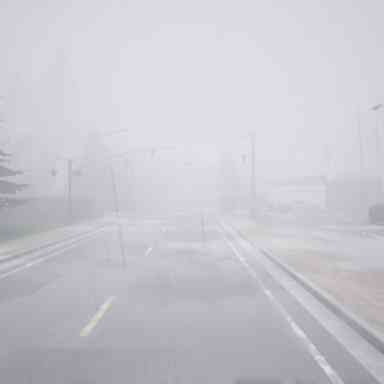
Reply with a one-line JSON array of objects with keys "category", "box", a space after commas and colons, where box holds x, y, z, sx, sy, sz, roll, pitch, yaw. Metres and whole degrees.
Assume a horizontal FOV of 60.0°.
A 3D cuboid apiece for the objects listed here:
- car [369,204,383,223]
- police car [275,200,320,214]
[{"category": "car", "box": [14.206, 1.555, 23.296, 2.007, 1.523, 4.514, 0, -1, 0]}, {"category": "police car", "box": [12.621, 1.795, 39.832, 4.974, 1.542, 2.038, 0, -1, 1]}]
